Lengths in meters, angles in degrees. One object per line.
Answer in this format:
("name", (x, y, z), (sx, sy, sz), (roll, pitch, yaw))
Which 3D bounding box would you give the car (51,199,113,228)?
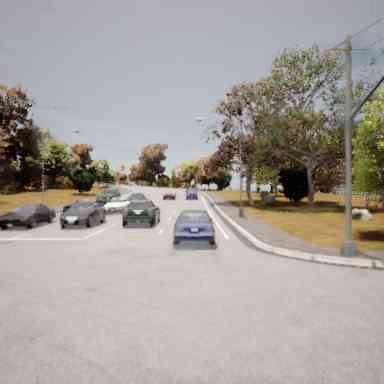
("car", (-7.096, 1.452, 22.056), (2.128, 1.511, 4.902), (0, 1, 1))

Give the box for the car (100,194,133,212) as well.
("car", (-7.089, 1.280, 31.950), (1.812, 1.442, 4.674), (0, 2, 0))

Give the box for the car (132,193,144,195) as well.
("car", (-7.025, 0.870, 42.232), (1.837, 1.490, 4.892), (0, 3, 0))

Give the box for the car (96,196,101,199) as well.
("car", (-10.592, 1.361, 31.750), (1.895, 1.301, 4.718), (0, 2, 0))

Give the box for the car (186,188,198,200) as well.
("car", (-0.015, 0.418, 52.003), (1.812, 1.442, 4.674), (0, 3, 0))

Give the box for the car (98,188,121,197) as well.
("car", (-10.514, 0.575, 42.483), (2.150, 2.045, 5.566), (0, 3, 0))

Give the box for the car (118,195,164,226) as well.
("car", (-3.407, 1.300, 23.067), (2.097, 1.767, 4.553), (0, 1, 0))

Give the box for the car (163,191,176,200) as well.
("car", (-3.514, 0.476, 52.353), (1.895, 1.301, 4.718), (0, 3, 0))

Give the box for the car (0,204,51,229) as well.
("car", (-10.638, 1.511, 21.871), (2.033, 1.411, 5.357), (0, 1, -3))

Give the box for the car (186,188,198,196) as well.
("car", (-0.114, -0.033, 62.172), (1.994, 1.385, 4.181), (0, 3, -3))

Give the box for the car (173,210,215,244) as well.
("car", (0.095, 1.557, 15.819), (2.033, 1.411, 5.357), (0, 0, 0))
